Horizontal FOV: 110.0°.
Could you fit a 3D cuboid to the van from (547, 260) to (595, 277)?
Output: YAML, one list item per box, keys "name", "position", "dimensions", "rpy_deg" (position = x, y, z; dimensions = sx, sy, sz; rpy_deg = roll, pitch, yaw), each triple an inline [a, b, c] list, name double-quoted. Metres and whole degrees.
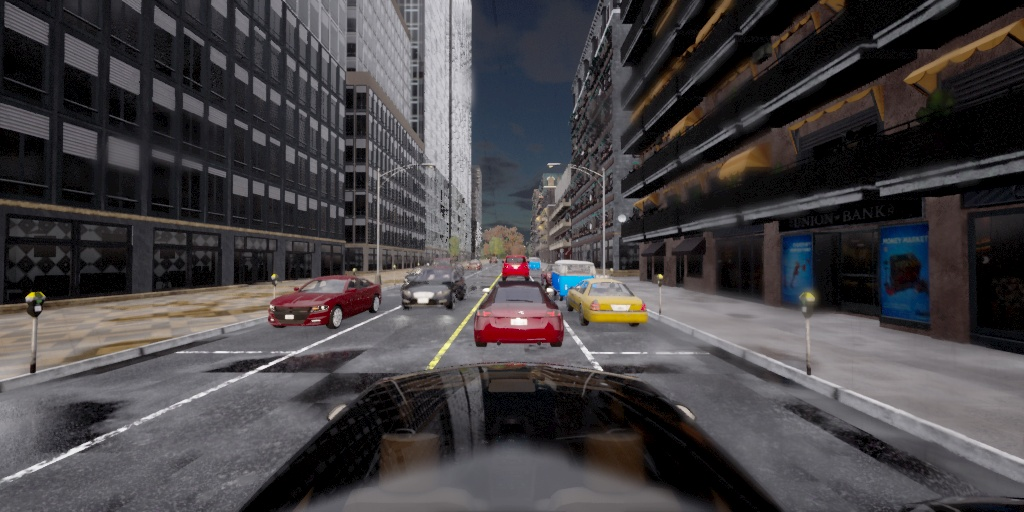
- name: "van"
  position: [2.809, 1.095, 16.909]
  dimensions: [1.690, 1.789, 3.998]
  rpy_deg: [0, 0, 0]

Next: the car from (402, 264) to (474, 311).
- name: "car"
  position: [-3.002, 1.245, 14.620]
  dimensions: [2.128, 1.511, 4.902]
  rpy_deg: [0, 0, 0]

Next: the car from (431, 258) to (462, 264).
- name: "car"
  position: [-5.483, 1.072, 28.282]
  dimensions: [2.192, 1.841, 5.009]
  rpy_deg: [0, 0, 0]

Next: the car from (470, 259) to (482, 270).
- name: "car"
  position: [-5.305, 1.205, 50.911]
  dimensions: [1.967, 1.591, 4.097]
  rpy_deg: [0, 0, 0]

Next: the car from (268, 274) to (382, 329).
- name: "car"
  position: [-5.616, 1.298, 11.311]
  dimensions: [1.888, 1.381, 4.507]
  rpy_deg: [0, 0, 0]

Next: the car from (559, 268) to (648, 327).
- name: "car"
  position: [2.766, 1.278, 11.422]
  dimensions: [1.751, 1.417, 4.829]
  rpy_deg: [0, 0, 0]

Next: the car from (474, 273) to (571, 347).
- name: "car"
  position: [0.157, 1.316, 9.319]
  dimensions: [1.994, 1.385, 4.181]
  rpy_deg: [0, 0, 0]

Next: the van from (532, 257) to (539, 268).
- name: "van"
  position: [3.076, 1.106, 50.852]
  dimensions: [1.690, 1.789, 3.998]
  rpy_deg: [0, 0, 0]

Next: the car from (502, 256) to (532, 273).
- name: "car"
  position: [0.318, 0.980, 30.070]
  dimensions: [2.150, 2.045, 5.566]
  rpy_deg: [0, 0, 1]

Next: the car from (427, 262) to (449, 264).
- name: "car"
  position: [-5.527, 1.306, 22.625]
  dimensions: [2.007, 1.370, 4.403]
  rpy_deg: [0, 0, 0]

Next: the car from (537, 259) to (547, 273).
- name: "car"
  position: [2.853, 1.196, 22.566]
  dimensions: [1.967, 1.591, 4.097]
  rpy_deg: [0, 0, 0]

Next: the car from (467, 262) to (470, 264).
- name: "car"
  position: [-5.438, 1.325, 33.939]
  dimensions: [1.948, 1.339, 4.313]
  rpy_deg: [0, 0, 0]
